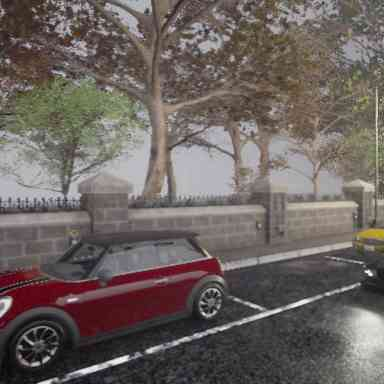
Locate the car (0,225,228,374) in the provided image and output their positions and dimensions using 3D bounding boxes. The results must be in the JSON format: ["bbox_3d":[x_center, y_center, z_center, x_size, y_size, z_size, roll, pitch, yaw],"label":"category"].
[{"bbox_3d":[-1.417,1.429,5.546,4.097,1.590,1.967,0,0,-35],"label":"car"}]

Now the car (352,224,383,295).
[{"bbox_3d":[5.994,1.498,7.528,5.357,1.411,2.033,0,0,-35],"label":"car"}]

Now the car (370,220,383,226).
[{"bbox_3d":[7.617,1.456,11.987,4.829,1.417,1.752,0,0,-35],"label":"car"}]
